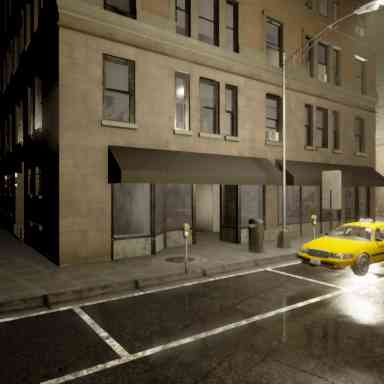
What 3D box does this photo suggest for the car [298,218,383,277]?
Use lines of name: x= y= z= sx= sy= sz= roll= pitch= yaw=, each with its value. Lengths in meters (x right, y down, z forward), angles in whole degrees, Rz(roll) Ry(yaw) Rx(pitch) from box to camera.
car: x=5.253 y=1.526 z=10.273 sx=4.829 sy=1.417 sz=1.752 roll=0 pitch=0 yaw=-35
